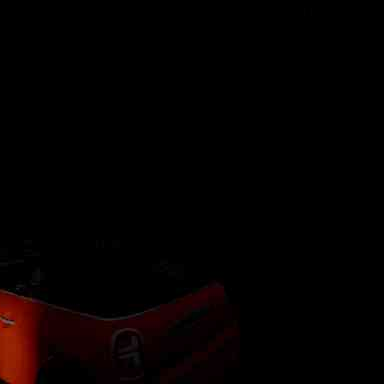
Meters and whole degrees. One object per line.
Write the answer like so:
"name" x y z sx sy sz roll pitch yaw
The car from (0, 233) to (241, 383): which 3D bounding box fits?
"car" -1.720 1.355 4.476 4.553 1.767 2.185 0 0 35
